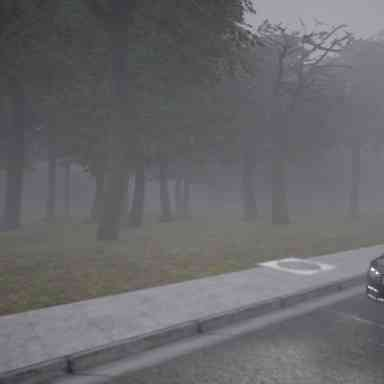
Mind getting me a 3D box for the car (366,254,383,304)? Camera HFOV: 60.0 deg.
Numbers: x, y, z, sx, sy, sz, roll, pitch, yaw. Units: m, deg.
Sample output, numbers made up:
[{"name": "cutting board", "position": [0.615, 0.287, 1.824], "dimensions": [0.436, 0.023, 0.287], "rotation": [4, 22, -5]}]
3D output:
[{"name": "car", "position": [5.574, 1.492, 6.999], "dimensions": [4.902, 1.511, 2.128], "rotation": [0, 0, -35]}]
